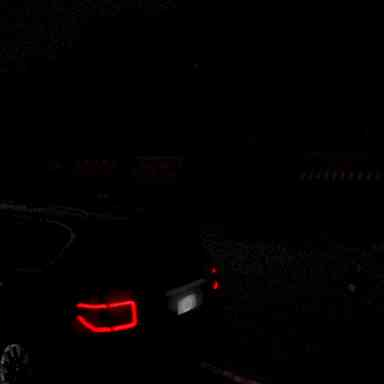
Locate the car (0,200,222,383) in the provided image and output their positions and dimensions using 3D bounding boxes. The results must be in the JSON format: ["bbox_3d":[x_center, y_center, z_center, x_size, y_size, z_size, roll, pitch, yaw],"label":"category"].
[{"bbox_3d":[-2.241,1.127,4.807,5.566,2.045,2.150,2,1,35],"label":"car"}]
